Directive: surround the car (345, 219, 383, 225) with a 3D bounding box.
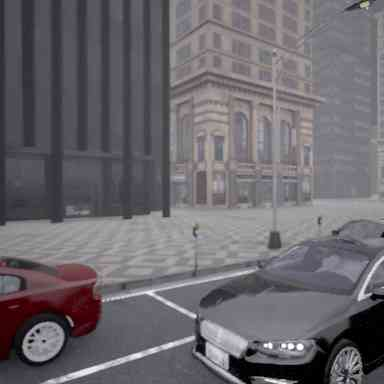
[{"bbox_3d":[5.752,1.560,10.753,4.313,1.339,1.947,0,0,-35],"label":"car"}]

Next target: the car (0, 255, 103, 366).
[{"bbox_3d":[-3.433,1.545,4.203,4.507,1.381,1.887,0,0,-35],"label":"car"}]

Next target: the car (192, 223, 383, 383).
[{"bbox_3d":[2.261,1.489,4.989,4.902,1.511,2.128,0,0,-35],"label":"car"}]
